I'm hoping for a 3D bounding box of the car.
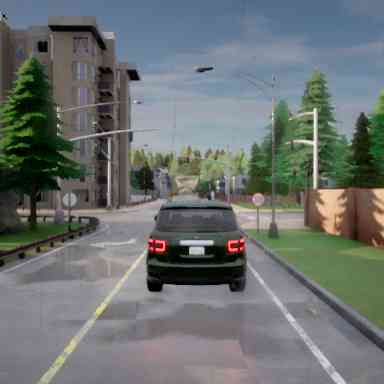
[{"bbox_3d":[0.095,1.220,9.060,2.150,2.045,5.566,0,0,0],"label":"car"}]
